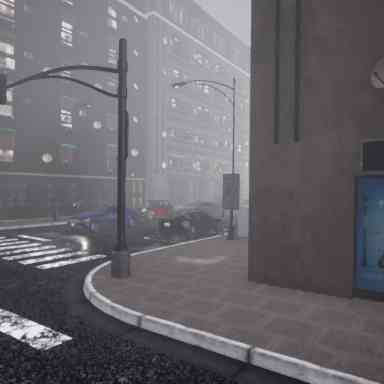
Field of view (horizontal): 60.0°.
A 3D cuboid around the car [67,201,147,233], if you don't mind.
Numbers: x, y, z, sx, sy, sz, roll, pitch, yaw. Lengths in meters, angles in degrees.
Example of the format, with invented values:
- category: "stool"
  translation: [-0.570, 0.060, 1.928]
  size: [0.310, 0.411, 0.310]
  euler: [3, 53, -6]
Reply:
- category: "car"
  translation: [-5.090, 1.488, 19.822]
  size: [1.812, 1.442, 4.674]
  euler: [1, 1, 35]

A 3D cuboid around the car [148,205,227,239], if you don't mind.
- category: "car"
  translation: [0.008, 1.599, 17.673]
  size: [1.947, 1.339, 4.313]
  euler: [1, 1, 35]

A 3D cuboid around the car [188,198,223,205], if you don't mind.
- category: "car"
  translation: [0.570, 1.477, 27.898]
  size: [1.812, 1.442, 4.674]
  euler: [1, 1, 35]

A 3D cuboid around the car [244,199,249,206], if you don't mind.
- category: "car"
  translation: [7.638, 1.461, 37.953]
  size: [1.812, 1.442, 4.674]
  euler: [1, 0, 36]

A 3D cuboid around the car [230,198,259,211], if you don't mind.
- category: "car"
  translation: [6.399, 1.483, 40.495]
  size: [1.802, 1.307, 4.206]
  euler: [1, 1, 35]

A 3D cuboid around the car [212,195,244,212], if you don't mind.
- category: "car"
  translation: [3.192, 1.223, 35.919]
  size: [2.192, 1.841, 5.009]
  euler: [1, 1, 35]

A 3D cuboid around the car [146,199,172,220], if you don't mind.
- category: "car"
  translation: [-3.230, 1.362, 26.772]
  size: [1.967, 1.590, 4.097]
  euler: [1, 1, 35]
